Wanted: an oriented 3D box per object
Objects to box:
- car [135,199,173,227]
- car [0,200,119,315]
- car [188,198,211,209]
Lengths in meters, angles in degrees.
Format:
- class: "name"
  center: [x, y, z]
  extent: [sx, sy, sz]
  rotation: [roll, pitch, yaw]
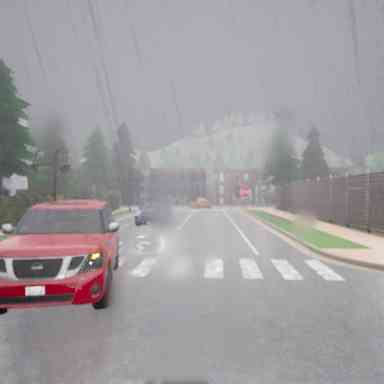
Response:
- class: "car"
  center: [-2.579, 1.403, 23.367]
  extent: [2.097, 1.767, 4.553]
  rotation: [0, 0, 3]
- class: "car"
  center: [-2.969, 1.245, 8.062]
  extent: [2.150, 2.045, 5.566]
  rotation: [0, 0, -9]
- class: "car"
  center: [1.061, 1.588, 47.011]
  extent: [1.882, 1.535, 5.008]
  rotation: [0, 0, -20]
